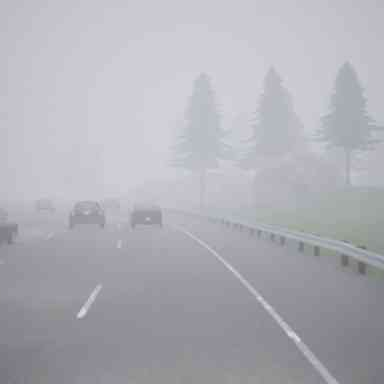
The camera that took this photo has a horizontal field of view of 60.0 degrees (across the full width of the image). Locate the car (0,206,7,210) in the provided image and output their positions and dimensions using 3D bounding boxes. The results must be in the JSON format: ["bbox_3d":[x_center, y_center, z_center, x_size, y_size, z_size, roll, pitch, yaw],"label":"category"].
[{"bbox_3d":[-14.567,1.530,23.776,2.033,1.411,5.357,0,0,-18],"label":"car"}]

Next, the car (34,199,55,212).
[{"bbox_3d":[-16.564,1.495,37.288,2.033,1.411,5.357,0,0,-28],"label":"car"}]

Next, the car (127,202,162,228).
[{"bbox_3d":[-3.184,1.421,21.871,1.882,1.535,5.008,0,0,-15],"label":"car"}]

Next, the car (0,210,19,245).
[{"bbox_3d":[-8.238,1.594,12.534,1.895,1.301,4.718,0,0,-9],"label":"car"}]

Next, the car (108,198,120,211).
[{"bbox_3d":[-9.825,1.406,39.246,2.128,1.511,4.902,0,0,-27],"label":"car"}]

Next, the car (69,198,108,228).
[{"bbox_3d":[-6.858,1.310,21.960,2.097,1.767,4.553,0,0,-15],"label":"car"}]
